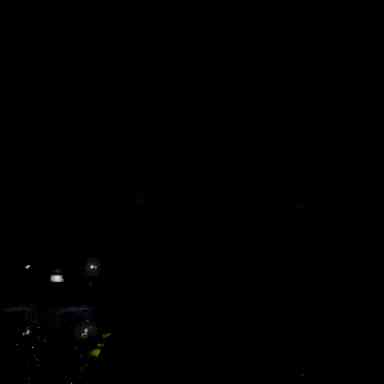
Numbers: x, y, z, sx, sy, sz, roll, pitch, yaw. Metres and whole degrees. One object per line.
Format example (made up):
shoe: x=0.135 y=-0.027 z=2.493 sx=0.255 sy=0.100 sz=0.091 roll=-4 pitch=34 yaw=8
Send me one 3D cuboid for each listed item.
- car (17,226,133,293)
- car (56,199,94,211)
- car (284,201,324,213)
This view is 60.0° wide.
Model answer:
car: x=-2.850 y=1.651 z=8.997 sx=1.994 sy=1.385 sz=4.181 roll=0 pitch=-1 yaw=0
car: x=-15.567 y=1.769 z=44.326 sx=4.892 sy=1.490 sz=1.837 roll=3 pitch=-1 yaw=0
car: x=14.851 y=1.967 z=44.167 sx=5.008 sy=1.535 sz=1.882 roll=1 pitch=-1 yaw=0
